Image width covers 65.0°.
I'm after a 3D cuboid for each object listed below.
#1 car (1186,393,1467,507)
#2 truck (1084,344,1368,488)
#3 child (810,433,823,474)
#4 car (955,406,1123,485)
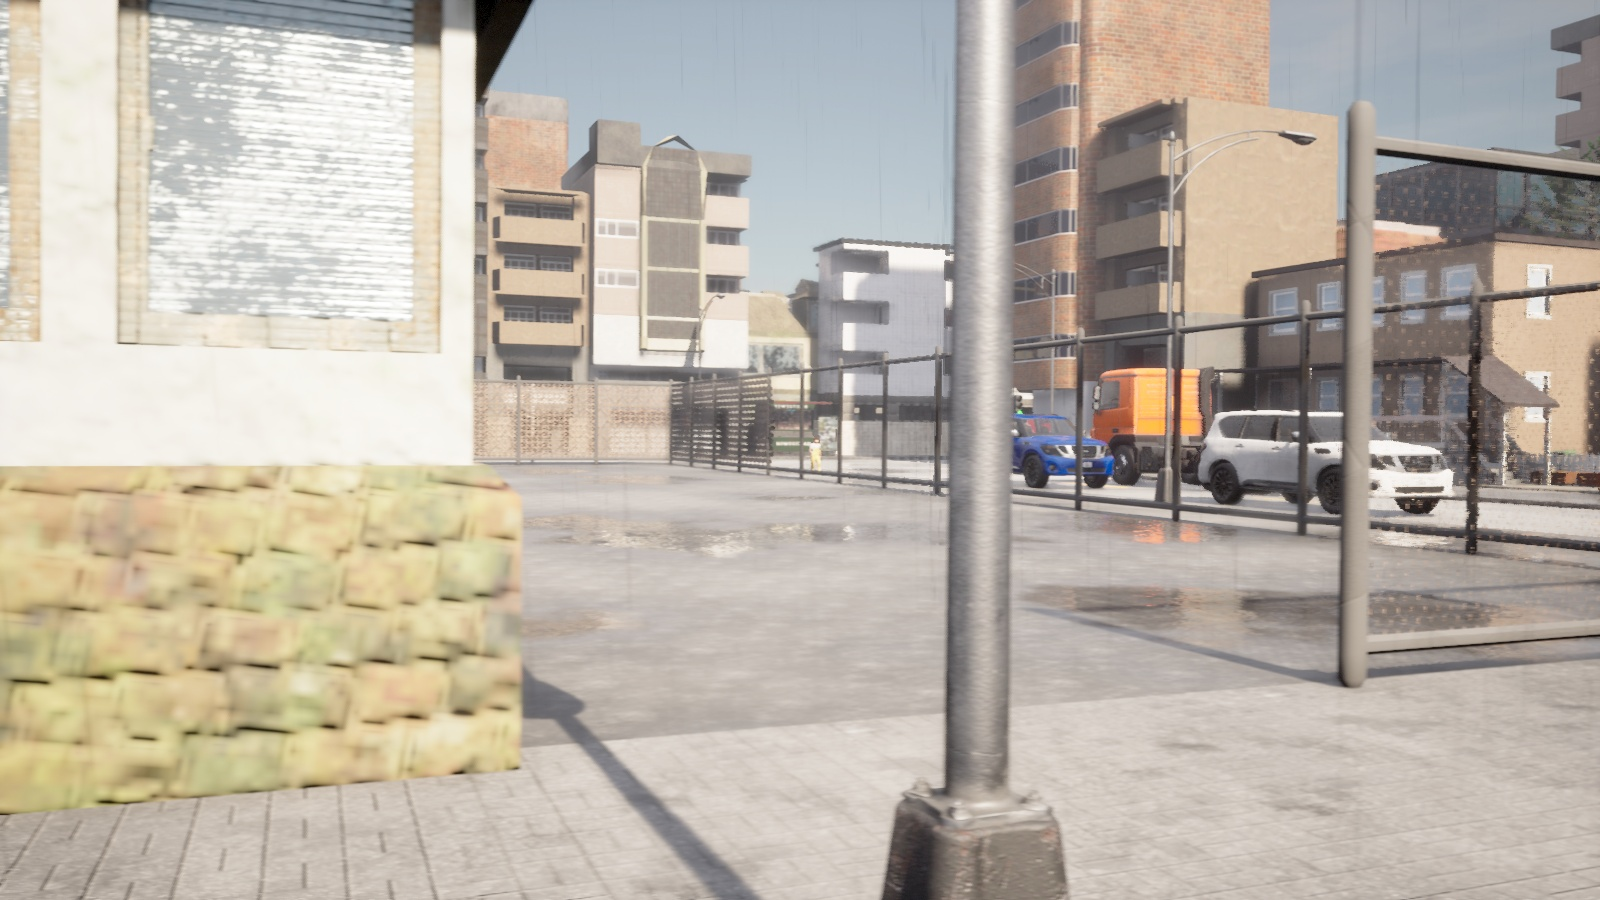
[{"bbox_3d":[10.510,-0.046,25.679,2.150,2.045,5.566,-1,1,-19],"label":"car"},{"bbox_3d":[11.317,-0.901,34.388,2.891,3.462,7.936,-1,1,-22],"label":"truck"},{"bbox_3d":[0.528,0.110,39.784,0.270,1.263,0.437,-1,1,-17],"label":"child"},{"bbox_3d":[6.622,-0.165,35.571,2.150,2.045,5.566,-1,1,-19],"label":"car"}]
